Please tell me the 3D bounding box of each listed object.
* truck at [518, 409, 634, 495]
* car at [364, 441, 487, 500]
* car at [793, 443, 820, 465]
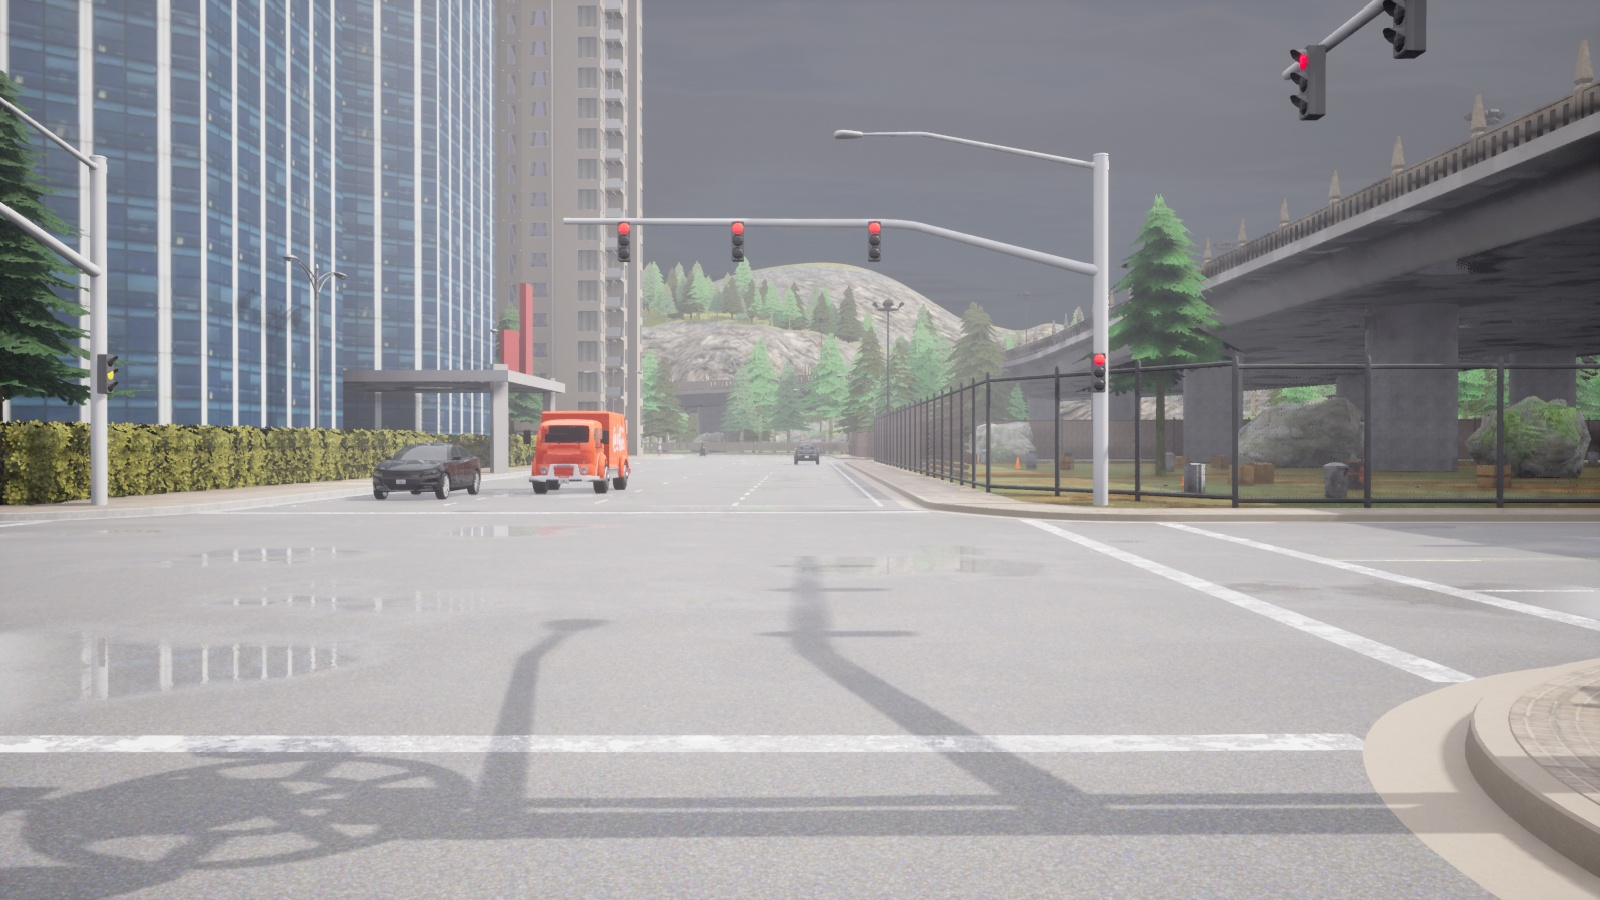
[{"bbox_3d":[-6.780,0.036,38.678,2.627,2.467,5.204,0,0,0],"label":"truck"},{"bbox_3d":[-10.300,0.519,34.939,1.882,1.535,5.008,0,0,0],"label":"car"},{"bbox_3d":[0.479,0.267,87.384,1.816,1.474,4.193,0,0,0],"label":"car"}]
